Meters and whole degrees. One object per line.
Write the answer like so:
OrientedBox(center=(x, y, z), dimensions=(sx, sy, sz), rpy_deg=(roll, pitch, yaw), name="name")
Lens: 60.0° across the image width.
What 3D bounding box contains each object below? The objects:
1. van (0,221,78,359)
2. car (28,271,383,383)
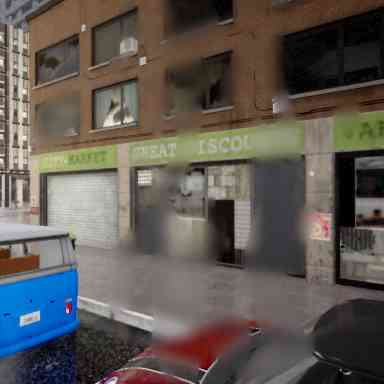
OrientedBox(center=(-3.527, 1.344, 5.226), dimensions=(3.998, 1.788, 1.690), rpy_deg=(0, 0, 35), name="van")
OrientedBox(center=(1.113, 1.440, 1.933), dimensions=(4.097, 1.590, 1.967), rpy_deg=(0, 0, 35), name="car")
